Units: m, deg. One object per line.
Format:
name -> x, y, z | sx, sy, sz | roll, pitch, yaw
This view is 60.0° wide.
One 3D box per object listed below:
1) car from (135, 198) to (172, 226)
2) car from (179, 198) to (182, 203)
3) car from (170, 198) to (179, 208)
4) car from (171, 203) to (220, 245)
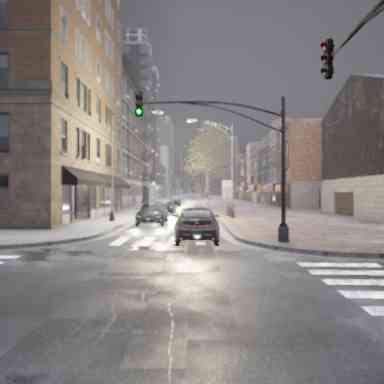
car -> -2.677, 1.428, 22.822 | 1.837, 1.490, 4.892 | 0, 0, 0
car -> -2.488, 1.442, 47.008 | 1.895, 1.301, 4.718 | 0, 0, 1
car -> -2.603, 1.488, 33.032 | 1.895, 1.301, 4.718 | 0, 0, 1
car -> 0.218, 1.451, 15.209 | 1.837, 1.490, 4.892 | 0, 0, 0
